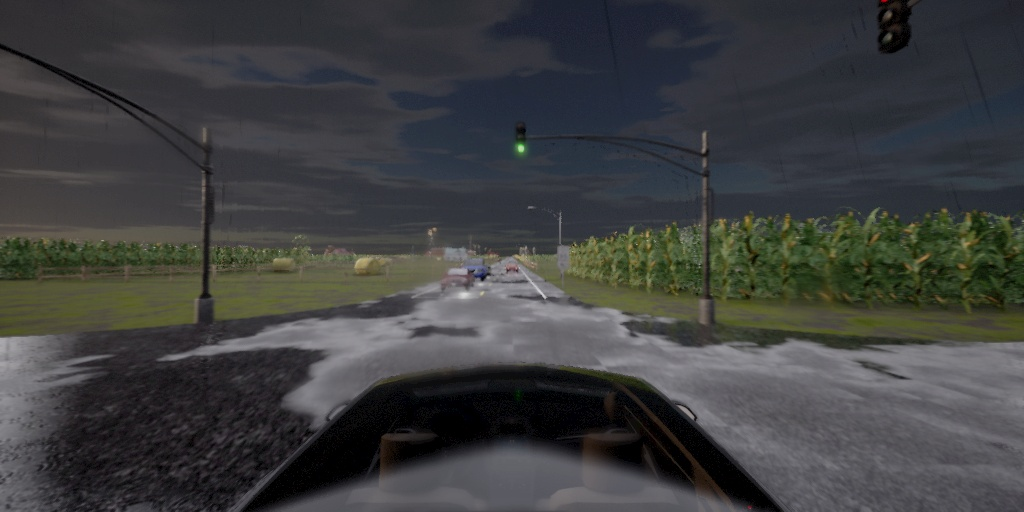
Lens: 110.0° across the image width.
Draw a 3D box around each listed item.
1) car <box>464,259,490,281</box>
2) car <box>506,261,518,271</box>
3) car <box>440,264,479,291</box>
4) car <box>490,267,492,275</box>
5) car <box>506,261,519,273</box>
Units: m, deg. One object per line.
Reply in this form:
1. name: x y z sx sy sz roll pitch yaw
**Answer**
1. car: -3.583 1.300 34.415 2.150 2.045 5.566 0 -1 0
2. car: 0.008 1.713 64.415 2.097 1.767 4.553 0 0 0
3. car: -3.596 1.507 24.461 1.812 1.442 4.674 0 -1 0
4. car: -3.572 1.667 44.836 2.128 1.511 4.902 0 -1 0
5. car: 0.059 1.879 54.755 1.895 1.301 4.718 0 0 1
